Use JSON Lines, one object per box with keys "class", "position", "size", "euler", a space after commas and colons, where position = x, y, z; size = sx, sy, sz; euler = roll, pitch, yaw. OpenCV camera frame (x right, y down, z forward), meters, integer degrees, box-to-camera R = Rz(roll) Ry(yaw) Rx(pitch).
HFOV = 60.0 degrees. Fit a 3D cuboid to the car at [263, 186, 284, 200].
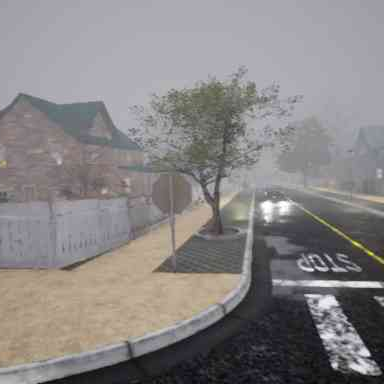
{"class": "car", "position": [7.852, 0.051, 32.306], "size": [1.895, 1.301, 4.718], "euler": [-2, 2, 11]}
